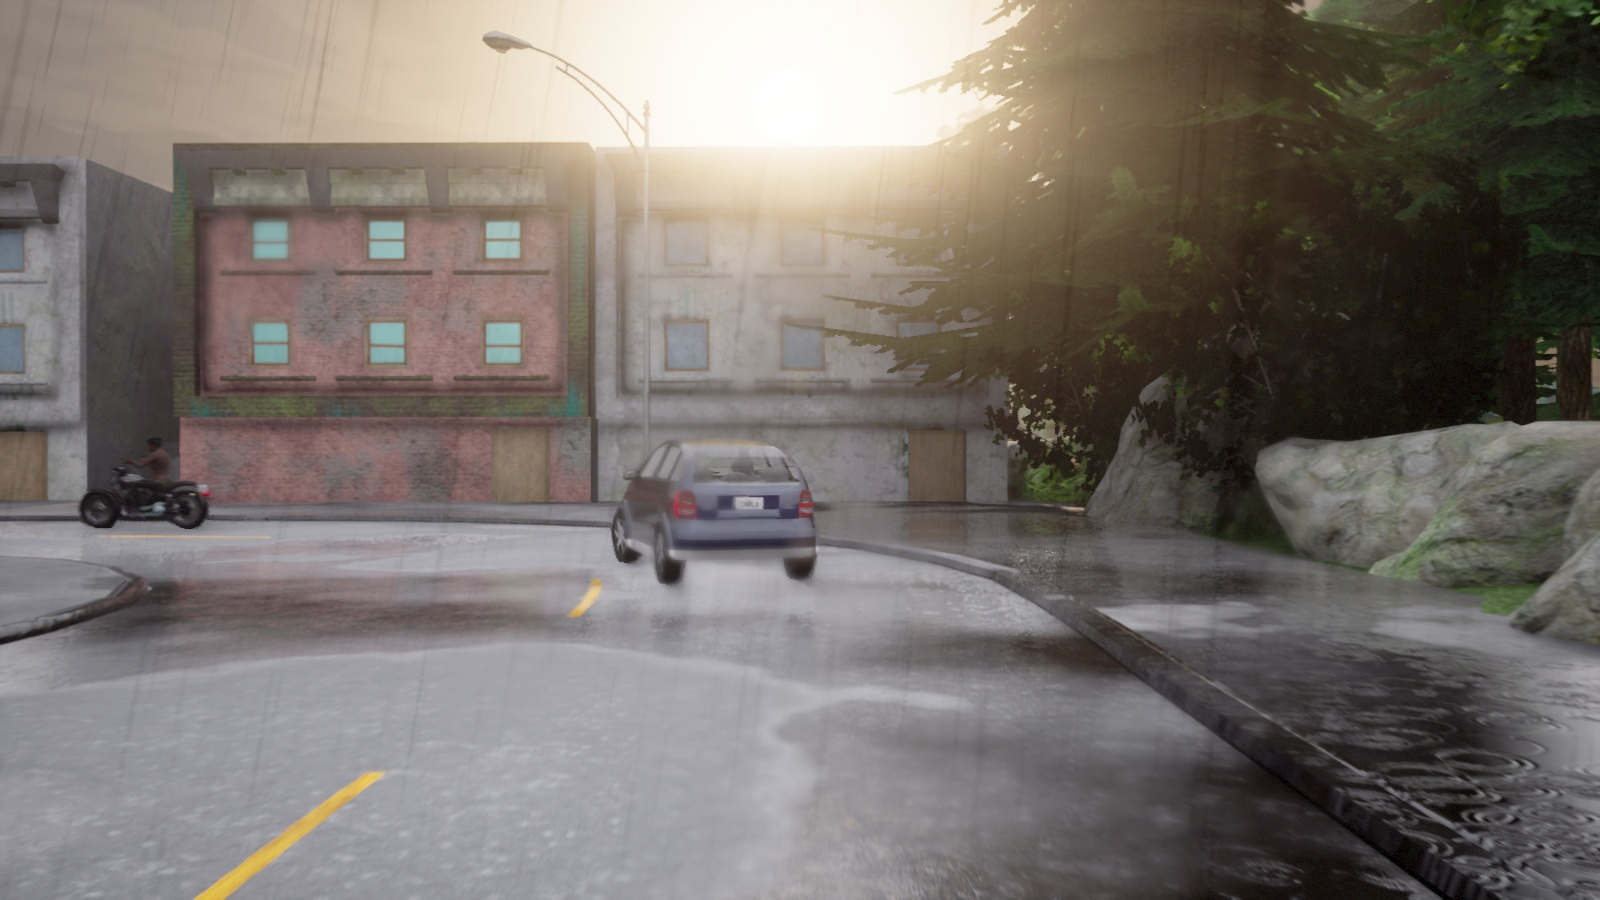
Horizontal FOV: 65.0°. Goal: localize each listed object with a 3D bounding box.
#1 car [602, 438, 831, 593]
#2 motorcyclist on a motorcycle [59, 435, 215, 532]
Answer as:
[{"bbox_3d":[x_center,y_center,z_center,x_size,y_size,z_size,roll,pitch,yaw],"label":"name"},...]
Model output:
[{"bbox_3d":[-1.100,0.644,14.581,1.789,1.549,3.705,0,0,-18],"label":"car"},{"bbox_3d":[-11.509,0.565,21.823,2.350,1.649,0.766,0,1,6],"label":"motorcyclist on a motorcycle"}]
